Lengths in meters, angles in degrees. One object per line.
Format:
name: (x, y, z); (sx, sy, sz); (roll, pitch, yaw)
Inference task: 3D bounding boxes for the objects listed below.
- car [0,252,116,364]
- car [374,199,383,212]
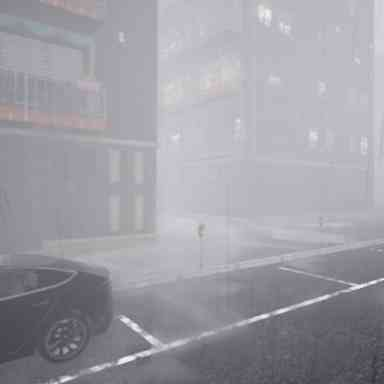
car: (-3.149, 1.566, 4.311); (4.313, 1.339, 1.947); (0, 0, -36)
car: (19.160, 1.430, 33.428); (2.008, 1.369, 4.403); (1, 0, -36)
